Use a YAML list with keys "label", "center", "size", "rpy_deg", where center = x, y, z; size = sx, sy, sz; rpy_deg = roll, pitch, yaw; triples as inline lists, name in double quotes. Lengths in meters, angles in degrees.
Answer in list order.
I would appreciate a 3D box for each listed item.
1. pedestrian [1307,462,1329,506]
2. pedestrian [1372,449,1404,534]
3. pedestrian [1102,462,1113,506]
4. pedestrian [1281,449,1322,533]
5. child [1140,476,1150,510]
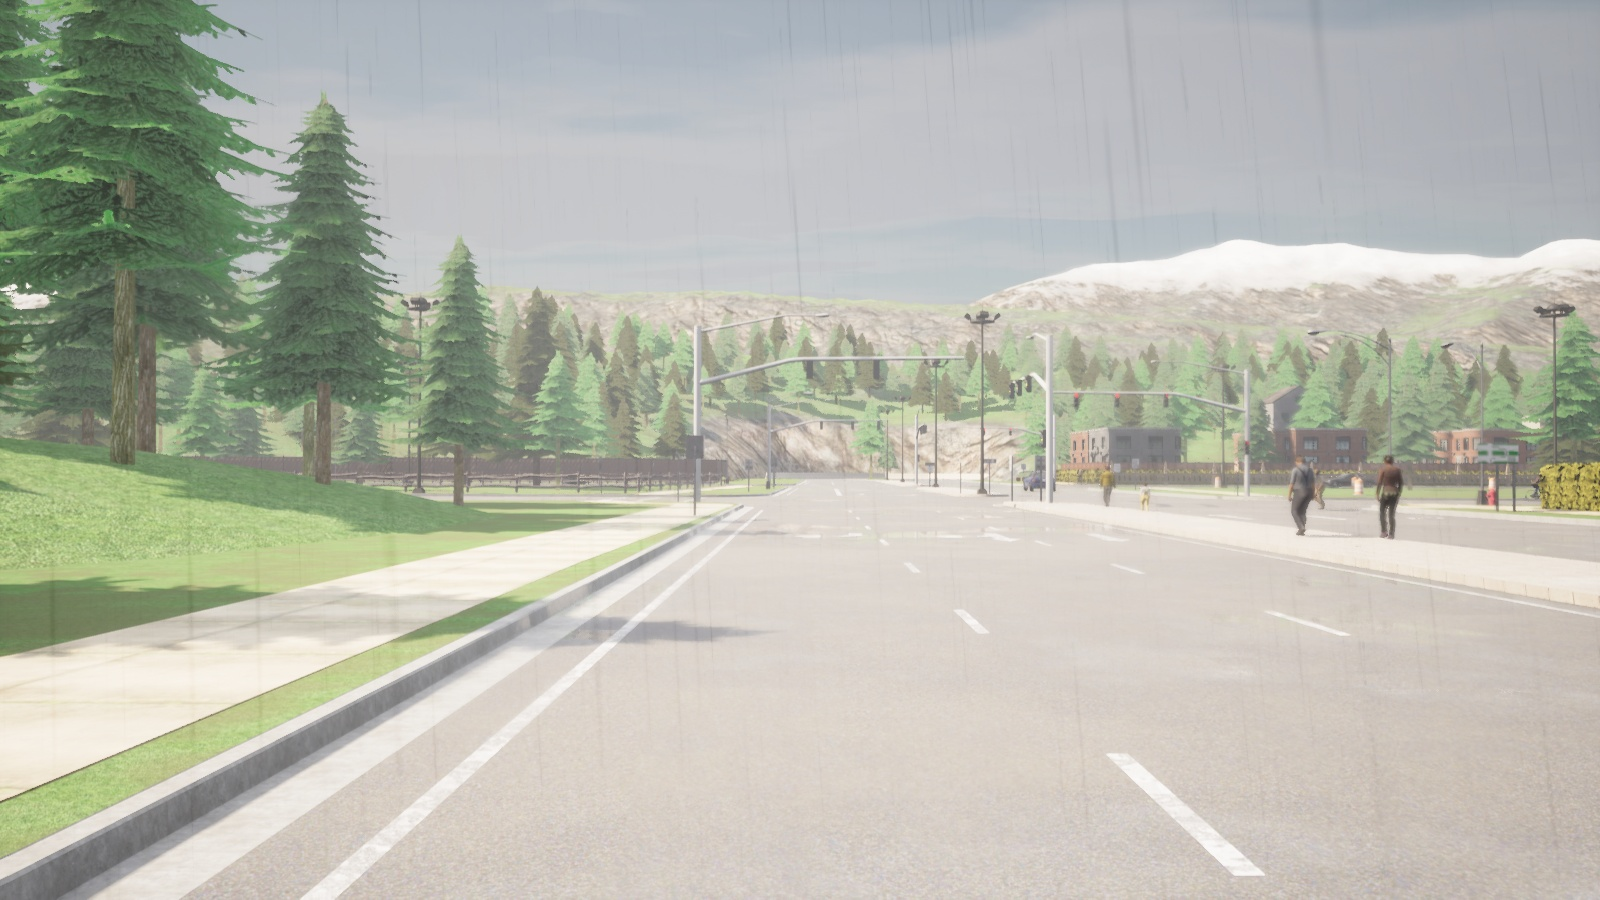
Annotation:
- label: "pedestrian"
  center: [21.916, 1.423, 53.114]
  size: [0.694, 1.848, 0.540]
  rpy_deg: [0, -1, 0]
- label: "pedestrian"
  center: [12.628, 0.883, 26.979]
  size: [0.328, 1.805, 0.869]
  rpy_deg: [0, -1, 6]
- label: "pedestrian"
  center: [12.785, 1.402, 52.236]
  size: [0.370, 1.835, 0.726]
  rpy_deg: [0, -1, 11]
- label: "pedestrian"
  center: [11.165, 0.906, 27.950]
  size: [0.540, 1.848, 0.694]
  rpy_deg: [0, -1, -10]
- label: "child"
  center: [12.850, 1.611, 46.746]
  size: [0.270, 1.263, 0.437]
  rpy_deg: [0, -1, 6]
